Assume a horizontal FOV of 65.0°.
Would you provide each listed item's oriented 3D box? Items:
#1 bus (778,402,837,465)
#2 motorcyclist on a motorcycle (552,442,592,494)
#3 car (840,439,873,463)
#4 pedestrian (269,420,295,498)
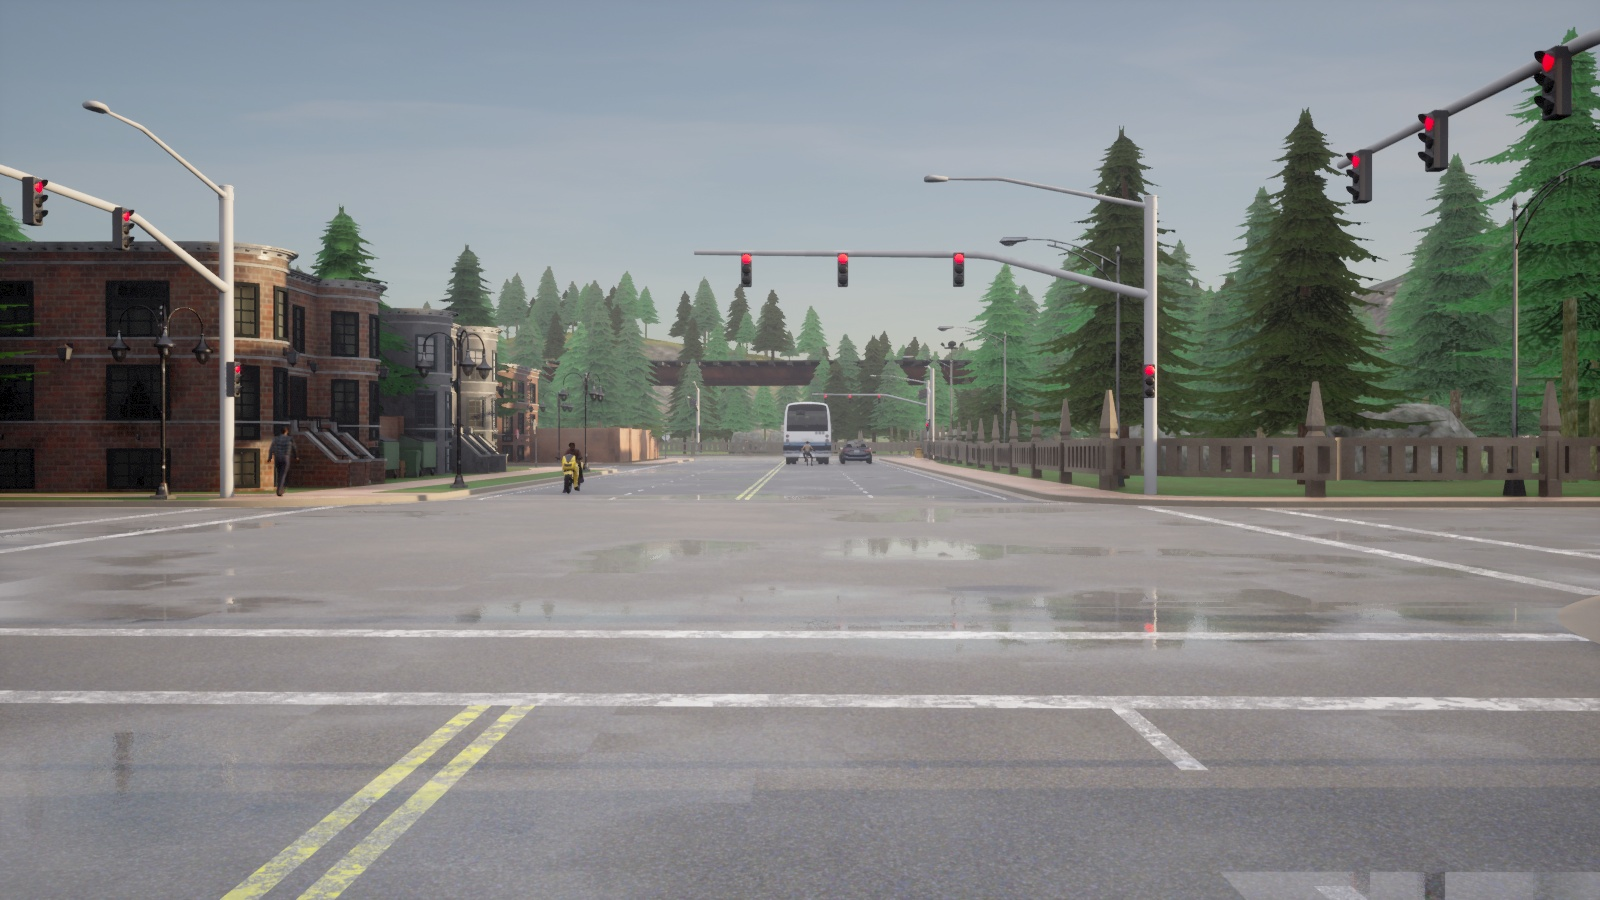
[{"bbox_3d":[0.524,-1.136,89.810,3.944,4.253,10.273,0,0,0],"label":"bus"},{"bbox_3d":[-6.774,0.512,37.430,0.797,1.523,2.044,0,0,0],"label":"motorcyclist on a motorcycle"},{"bbox_3d":[4.025,0.083,90.532,2.242,1.667,4.611,0,0,1],"label":"car"},{"bbox_3d":[-13.025,0.216,31.589,0.423,1.949,0.788,0,0,-8],"label":"pedestrian"}]
